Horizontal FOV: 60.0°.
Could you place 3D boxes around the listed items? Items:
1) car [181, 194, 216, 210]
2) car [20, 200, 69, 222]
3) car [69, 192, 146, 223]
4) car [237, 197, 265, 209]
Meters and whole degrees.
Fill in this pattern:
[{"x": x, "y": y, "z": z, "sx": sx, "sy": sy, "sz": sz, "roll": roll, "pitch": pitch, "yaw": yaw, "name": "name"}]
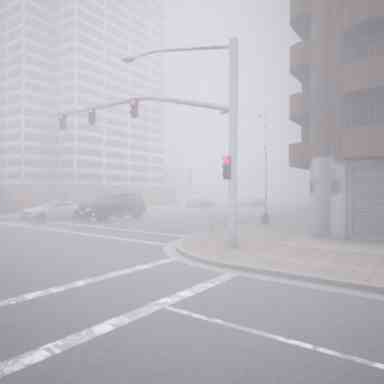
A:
[{"x": 1.146, "y": 1.322, "z": 40.266, "sx": 1.812, "sy": 1.442, "sz": 4.674, "roll": 1, "pitch": 0, "yaw": 35, "name": "car"}, {"x": -10.068, "y": 1.323, "z": 24.375, "sx": 1.812, "sy": 1.442, "sz": 4.674, "roll": 1, "pitch": 0, "yaw": 35, "name": "car"}, {"x": -5.769, "y": 1.050, "z": 24.371, "sx": 2.150, "sy": 2.045, "sz": 5.566, "roll": 1, "pitch": 0, "yaw": 34, "name": "car"}, {"x": 7.867, "y": 1.375, "z": 43.649, "sx": 2.033, "sy": 1.411, "sz": 5.357, "roll": 1, "pitch": 0, "yaw": 36, "name": "car"}]
